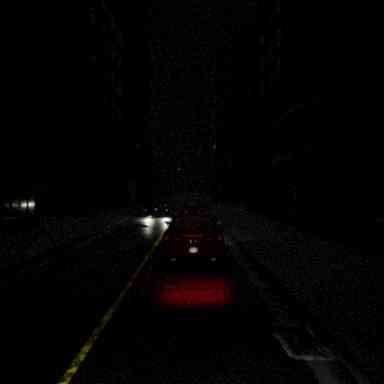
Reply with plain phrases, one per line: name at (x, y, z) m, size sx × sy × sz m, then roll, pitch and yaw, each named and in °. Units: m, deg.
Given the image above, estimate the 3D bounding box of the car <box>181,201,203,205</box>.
car at (0.008, 1.485, 29.527) m, size 1.812 × 1.442 × 4.674 m, roll 0°, pitch 0°, yaw 0°

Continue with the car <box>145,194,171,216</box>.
car at (-3.173, 1.178, 32.119) m, size 2.150 × 2.045 × 5.566 m, roll 0°, pitch 0°, yaw 0°

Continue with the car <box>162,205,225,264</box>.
car at (0.044, 1.459, 11.766) m, size 1.882 × 1.535 × 5.008 m, roll 0°, pitch 0°, yaw 0°
